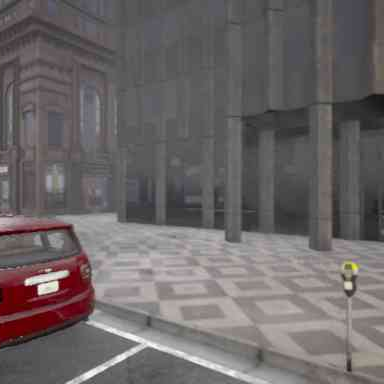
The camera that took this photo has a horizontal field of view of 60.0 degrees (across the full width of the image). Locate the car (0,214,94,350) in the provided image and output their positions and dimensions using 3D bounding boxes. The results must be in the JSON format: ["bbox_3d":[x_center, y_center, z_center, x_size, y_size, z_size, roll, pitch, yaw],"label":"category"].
[{"bbox_3d":[-3.792,1.314,5.670,5.009,1.841,2.192,0,0,36],"label":"car"}]
